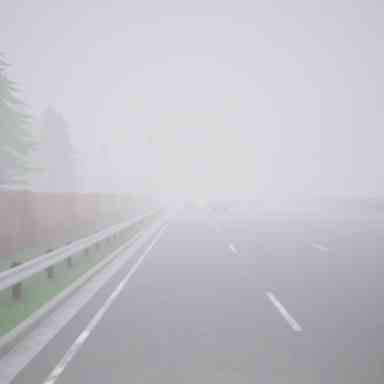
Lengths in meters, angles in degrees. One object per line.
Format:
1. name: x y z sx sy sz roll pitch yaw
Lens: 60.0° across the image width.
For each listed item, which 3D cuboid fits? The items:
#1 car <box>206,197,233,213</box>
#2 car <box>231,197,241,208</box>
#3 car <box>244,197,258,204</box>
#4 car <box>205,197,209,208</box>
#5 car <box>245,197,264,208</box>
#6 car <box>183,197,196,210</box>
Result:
1. car: 3.289 1.757 40.583 2.128 1.511 4.902 -2 0 0
2. car: 6.581 1.774 52.753 2.128 1.511 4.902 -2 0 -1
3. car: 13.273 1.834 75.037 2.033 1.411 5.357 -2 0 -1
4. car: 3.081 1.902 52.816 1.812 1.442 4.674 -2 0 -1
5. car: 10.081 1.751 52.853 1.994 1.385 4.181 -2 0 -1
6. car: -0.400 1.951 51.351 2.128 1.511 4.902 -2 0 -1
